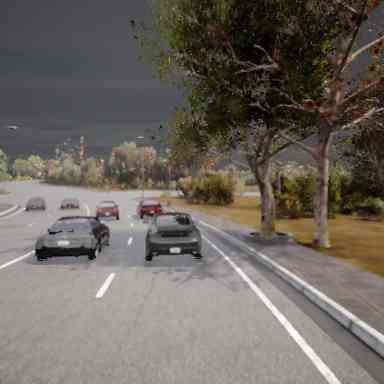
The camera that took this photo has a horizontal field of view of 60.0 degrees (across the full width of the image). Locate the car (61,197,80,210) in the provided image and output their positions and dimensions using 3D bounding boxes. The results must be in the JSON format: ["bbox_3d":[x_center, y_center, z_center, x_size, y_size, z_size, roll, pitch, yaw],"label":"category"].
[{"bbox_3d":[-13.897,1.280,38.088,1.994,1.385,4.181,-1,2,-18],"label":"car"}]

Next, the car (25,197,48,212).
[{"bbox_3d":[-17.164,1.301,36.843,1.837,1.490,4.892,-1,2,-19],"label":"car"}]

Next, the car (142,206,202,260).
[{"bbox_3d":[-0.759,1.492,12.446,1.837,1.490,4.892,0,1,-6],"label":"car"}]

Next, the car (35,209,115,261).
[{"bbox_3d":[-4.295,1.581,12.527,1.994,1.385,4.181,0,0,-6],"label":"car"}]

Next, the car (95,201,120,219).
[{"bbox_3d":[-7.070,1.482,27.885,1.812,1.442,4.674,-1,1,-14],"label":"car"}]

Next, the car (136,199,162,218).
[{"bbox_3d":[-3.750,1.371,29.028,1.882,1.535,5.008,-1,2,-14],"label":"car"}]
